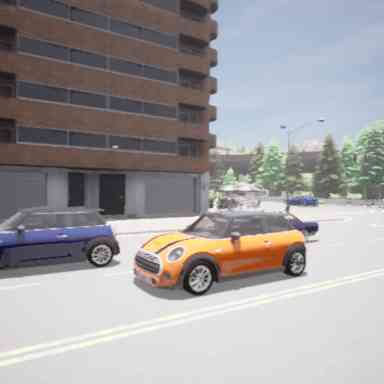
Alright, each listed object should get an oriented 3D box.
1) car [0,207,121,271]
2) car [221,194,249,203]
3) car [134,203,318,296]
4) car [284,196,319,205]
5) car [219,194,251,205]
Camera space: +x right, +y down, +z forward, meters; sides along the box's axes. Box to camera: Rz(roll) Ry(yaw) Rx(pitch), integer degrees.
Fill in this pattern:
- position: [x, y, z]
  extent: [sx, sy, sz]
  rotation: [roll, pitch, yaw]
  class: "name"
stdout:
- position: [-4.450, 1.237, 9.473]
  extent: [4.553, 1.767, 2.097]
  rotation: [0, 0, -31]
  class: "car"
- position: [5.819, 1.032, 46.522]
  extent: [2.097, 1.767, 4.553]
  rotation: [0, 0, -35]
  class: "car"
- position: [0.830, 1.297, 8.604]
  extent: [4.553, 1.767, 2.097]
  rotation: [0, 0, -32]
  class: "car"
- position: [14.957, 1.256, 45.814]
  extent: [1.882, 1.535, 5.008]
  rotation: [0, 0, -32]
  class: "car"
- position: [6.619, 1.132, 51.449]
  extent: [1.882, 1.535, 5.008]
  rotation: [1, 1, -37]
  class: "car"
